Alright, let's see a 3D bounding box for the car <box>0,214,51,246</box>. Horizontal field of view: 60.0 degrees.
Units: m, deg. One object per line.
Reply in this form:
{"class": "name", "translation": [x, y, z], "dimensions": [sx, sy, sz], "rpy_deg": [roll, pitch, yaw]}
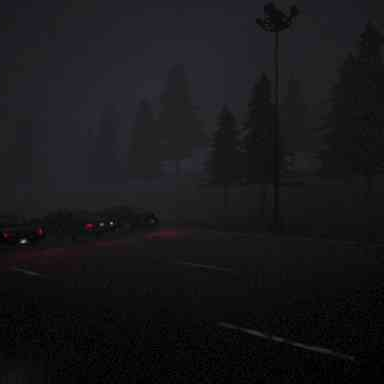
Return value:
{"class": "car", "translation": [-8.293, 1.615, 14.084], "dimensions": [4.718, 1.301, 1.895], "rpy_deg": [0, 0, 36]}

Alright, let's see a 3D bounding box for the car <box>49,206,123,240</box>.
{"class": "car", "translation": [-6.236, 1.562, 16.916], "dimensions": [5.357, 1.411, 2.033], "rpy_deg": [0, 0, 36]}

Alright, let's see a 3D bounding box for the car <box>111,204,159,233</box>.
{"class": "car", "translation": [-4.204, 1.484, 19.765], "dimensions": [5.008, 1.535, 1.882], "rpy_deg": [0, 0, 36]}
